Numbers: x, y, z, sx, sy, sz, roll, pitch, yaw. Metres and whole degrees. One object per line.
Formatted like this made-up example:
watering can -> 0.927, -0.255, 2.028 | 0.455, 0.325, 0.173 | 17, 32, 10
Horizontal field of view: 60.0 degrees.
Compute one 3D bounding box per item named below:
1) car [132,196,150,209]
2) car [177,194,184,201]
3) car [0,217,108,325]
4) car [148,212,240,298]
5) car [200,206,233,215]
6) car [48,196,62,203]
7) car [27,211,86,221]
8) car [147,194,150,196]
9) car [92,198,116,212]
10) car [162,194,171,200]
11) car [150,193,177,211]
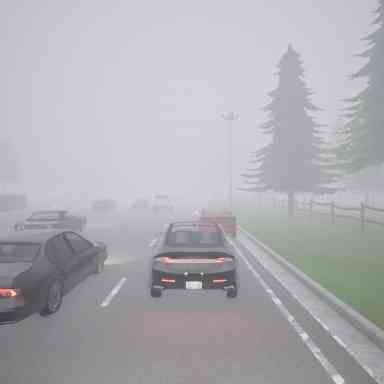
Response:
car -> -6.893, 1.564, 45.431 | 1.994, 1.385, 4.181 | 0, 0, 0
car -> -3.486, 1.595, 79.730 | 1.895, 1.301, 4.718 | 0, 0, 0
car -> -3.399, 1.547, 7.434 | 2.033, 1.411, 5.357 | 0, 0, 0
car -> 0.054, 1.492, 8.510 | 2.128, 1.511, 4.902 | 0, 0, 0
car -> 1.227, 1.478, 17.852 | 1.882, 1.535, 5.008 | 0, 0, 0
car -> -29.282, 1.478, 70.881 | 1.882, 1.535, 5.008 | 0, 0, -38
car -> -6.898, 1.601, 16.879 | 1.895, 1.301, 4.718 | 0, 0, 0
car -> -10.486, 1.553, 79.542 | 1.994, 1.385, 4.181 | 0, 0, 0
car -> -10.394, 1.491, 39.514 | 2.128, 1.511, 4.902 | 0, 0, 0
car -> -6.986, 1.355, 91.513 | 2.097, 1.767, 4.553 | 0, 0, 0
car -> -3.393, 1.221, 40.179 | 2.150, 2.045, 5.566 | 0, 0, 0
